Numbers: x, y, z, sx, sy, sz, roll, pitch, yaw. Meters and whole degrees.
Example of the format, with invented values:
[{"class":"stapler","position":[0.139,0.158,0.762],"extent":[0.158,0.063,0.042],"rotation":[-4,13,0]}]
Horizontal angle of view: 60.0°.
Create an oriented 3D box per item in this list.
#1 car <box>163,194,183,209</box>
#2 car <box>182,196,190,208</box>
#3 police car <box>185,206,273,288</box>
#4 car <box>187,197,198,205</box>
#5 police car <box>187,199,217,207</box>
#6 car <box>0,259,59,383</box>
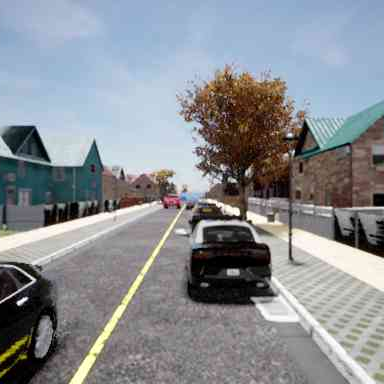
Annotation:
[{"class":"car","position":[-2.755,1.306,46.694],"extent":[2.150,2.045,5.566],"rotation":[0,0,0]},{"class":"car","position":[0.116,1.623,45.141],"extent":[2.033,1.411,5.357],"rotation":[0,0,1]},{"class":"police car","position":[0.844,1.425,9.340],"extent":[1.930,1.638,5.238],"rotation":[0,0,0]},{"class":"car","position":[0.123,1.732,62.148],"extent":[1.994,1.385,4.181],"rotation":[0,0,0]},{"class":"police car","position":[0.863,1.428,19.340],"extent":[1.930,1.638,5.238],"rotation":[0,0,0]},{"class":"car","position":[-2.845,1.504,2.971],"extent":[1.837,1.490,4.892],"rotation":[0,0,0]}]
